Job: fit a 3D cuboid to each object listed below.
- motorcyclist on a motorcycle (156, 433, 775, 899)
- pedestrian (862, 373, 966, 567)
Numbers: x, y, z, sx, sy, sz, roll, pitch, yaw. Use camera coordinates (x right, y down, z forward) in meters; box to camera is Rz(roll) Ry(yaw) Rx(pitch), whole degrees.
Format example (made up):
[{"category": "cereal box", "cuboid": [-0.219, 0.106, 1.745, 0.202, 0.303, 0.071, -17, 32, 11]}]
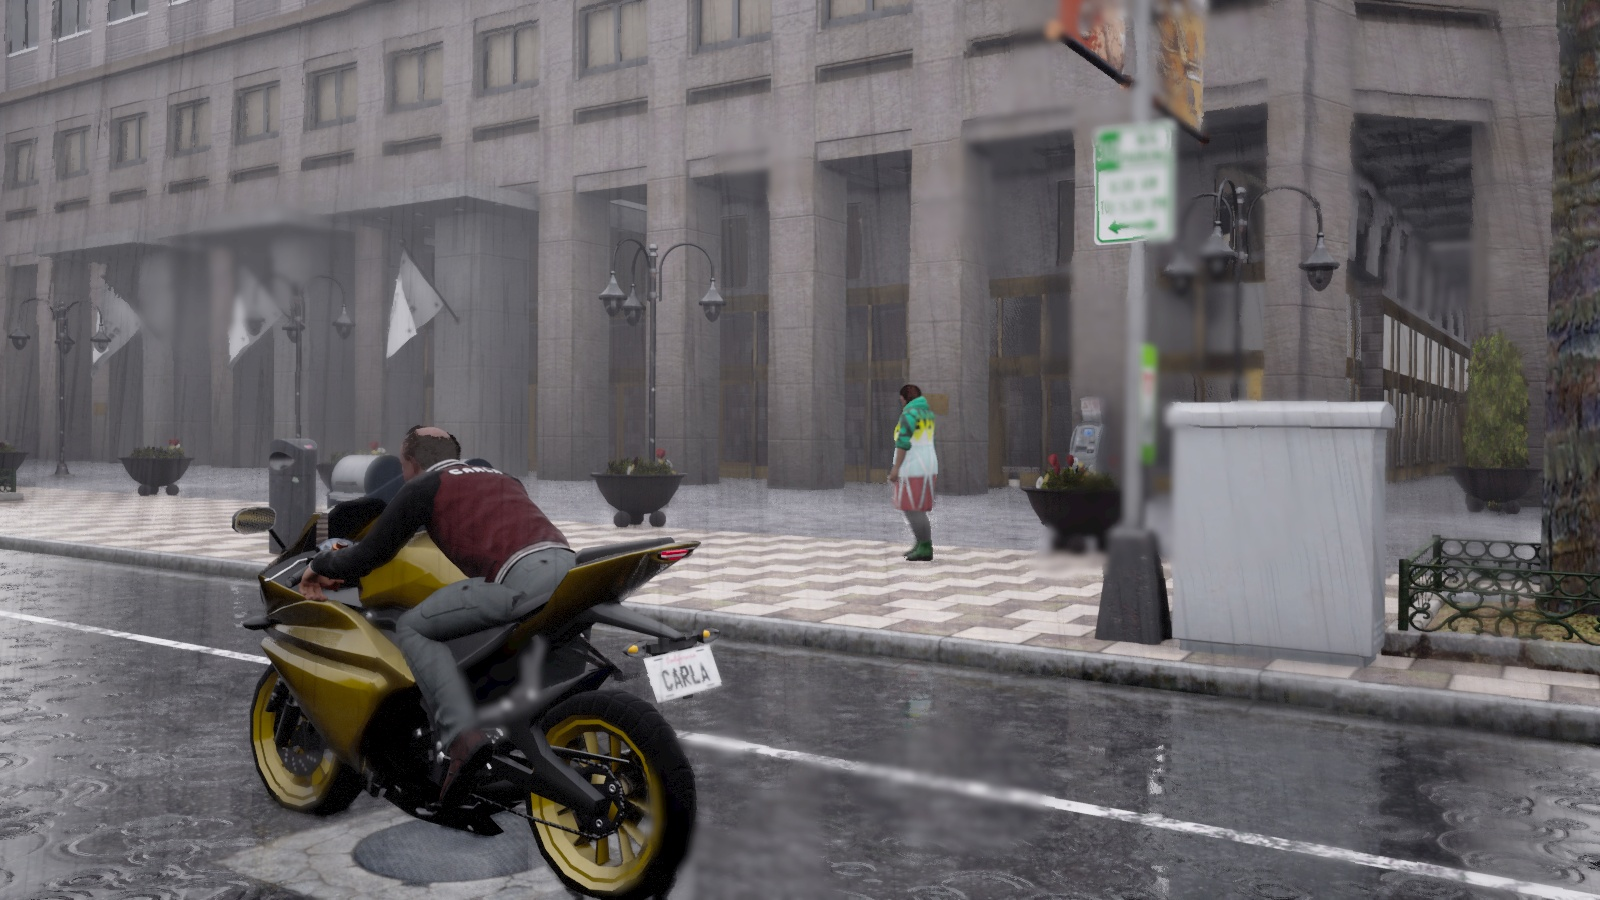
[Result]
[{"category": "motorcyclist on a motorcycle", "cuboid": [-1.241, 0.717, 4.448, 2.191, 1.530, 0.866, 0, 1, 34]}, {"category": "pedestrian", "cuboid": [1.195, 0.198, 13.100, 0.873, 1.952, 0.659, 0, 1, 28]}]
